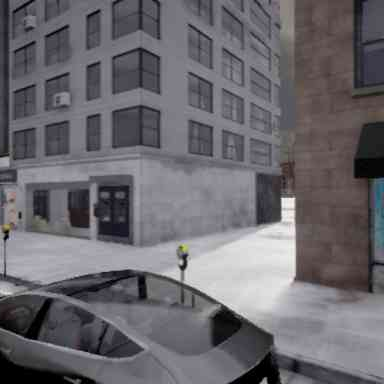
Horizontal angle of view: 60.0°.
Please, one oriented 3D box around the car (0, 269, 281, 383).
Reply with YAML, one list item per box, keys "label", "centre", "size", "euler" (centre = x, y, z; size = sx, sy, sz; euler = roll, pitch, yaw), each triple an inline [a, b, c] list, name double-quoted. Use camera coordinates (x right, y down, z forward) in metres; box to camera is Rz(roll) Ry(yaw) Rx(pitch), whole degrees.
- label: "car"
  centre: [-1.195, 1.570, 3.702]
  size: [4.313, 1.339, 1.947]
  euler: [0, 0, 36]
